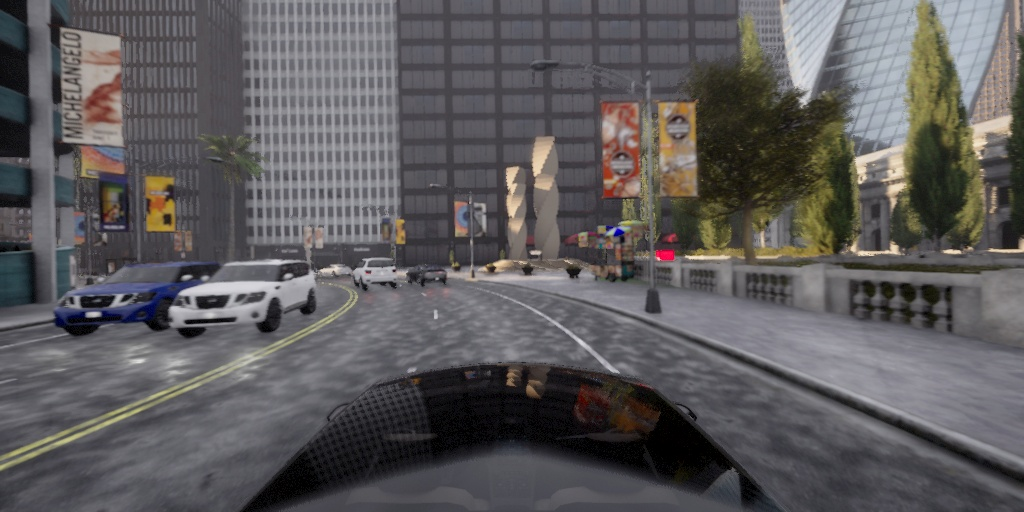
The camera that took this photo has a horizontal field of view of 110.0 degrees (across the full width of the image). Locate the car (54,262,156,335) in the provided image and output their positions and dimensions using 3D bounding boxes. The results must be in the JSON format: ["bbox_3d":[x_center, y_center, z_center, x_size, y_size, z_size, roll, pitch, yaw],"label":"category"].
[{"bbox_3d":[-11.877,1.220,12.205,2.150,2.045,5.566,-1,0,-15],"label":"car"}]

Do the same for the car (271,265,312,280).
[{"bbox_3d":[-24.039,1.746,39.037,4.892,1.490,1.837,-2,-1,31],"label":"car"}]

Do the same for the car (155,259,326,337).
[{"bbox_3d":[-8.155,1.140,11.650,2.150,2.045,5.566,-1,0,-13],"label":"car"}]

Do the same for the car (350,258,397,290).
[{"bbox_3d":[-9.562,1.164,24.911,2.150,2.045,5.566,-1,0,-31],"label":"car"}]

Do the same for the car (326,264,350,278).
[{"bbox_3d":[-19.970,1.680,40.580,4.674,1.442,1.812,-1,0,35],"label":"car"}]

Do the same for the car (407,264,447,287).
[{"bbox_3d":[-6.323,1.363,26.313,2.128,1.511,4.902,-1,0,-32],"label":"car"}]
